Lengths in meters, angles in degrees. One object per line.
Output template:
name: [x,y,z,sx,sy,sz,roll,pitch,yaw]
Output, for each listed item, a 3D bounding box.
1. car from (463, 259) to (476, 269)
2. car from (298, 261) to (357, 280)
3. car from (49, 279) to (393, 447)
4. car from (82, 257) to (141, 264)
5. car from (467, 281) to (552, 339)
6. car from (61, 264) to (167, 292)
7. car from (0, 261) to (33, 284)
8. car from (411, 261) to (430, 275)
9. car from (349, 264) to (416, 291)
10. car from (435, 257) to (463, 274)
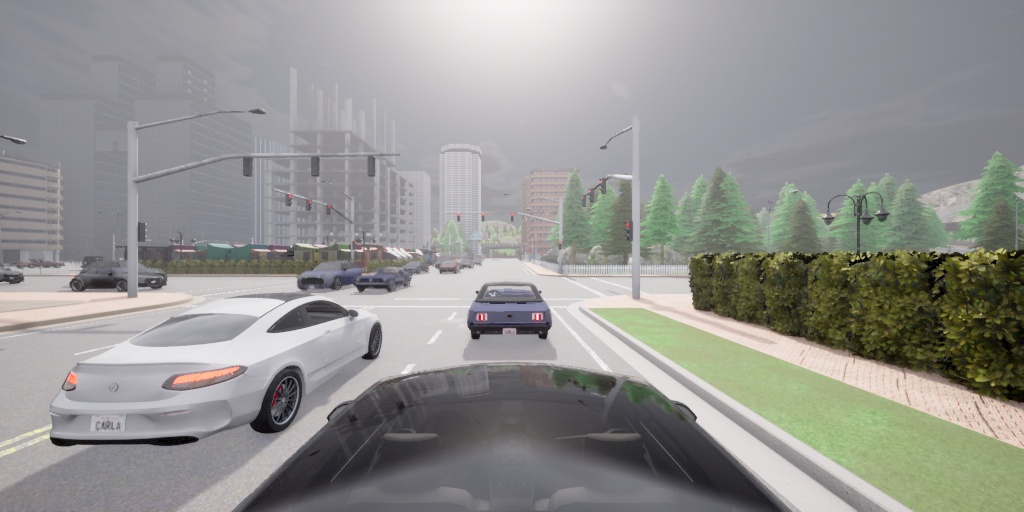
car: [-7.067,1.253,55.348,1.837,1.490,4.892,0,0,0]
car: [-10.904,1.102,21.805,2.097,1.767,4.553,0,0,1]
car: [-3.506,1.276,5.389,1.812,1.442,4.674,0,0,-1]
car: [-26.340,1.102,24.381,4.553,1.767,2.097,0,0,2]
car: [-0.092,1.351,9.997,1.895,1.301,4.718,0,0,-1]
car: [-22.720,1.314,20.782,4.181,1.385,1.994,0,0,1]
car: [-36.700,1.253,24.661,4.892,1.490,1.837,0,0,2]
car: [-10.795,1.297,40.289,2.033,1.411,5.357,0,0,4]
car: [-7.413,1.351,21.065,1.895,1.301,4.718,0,0,0]
car: [-7.008,1.228,40.456,1.882,1.535,5.008,0,0,-2]
